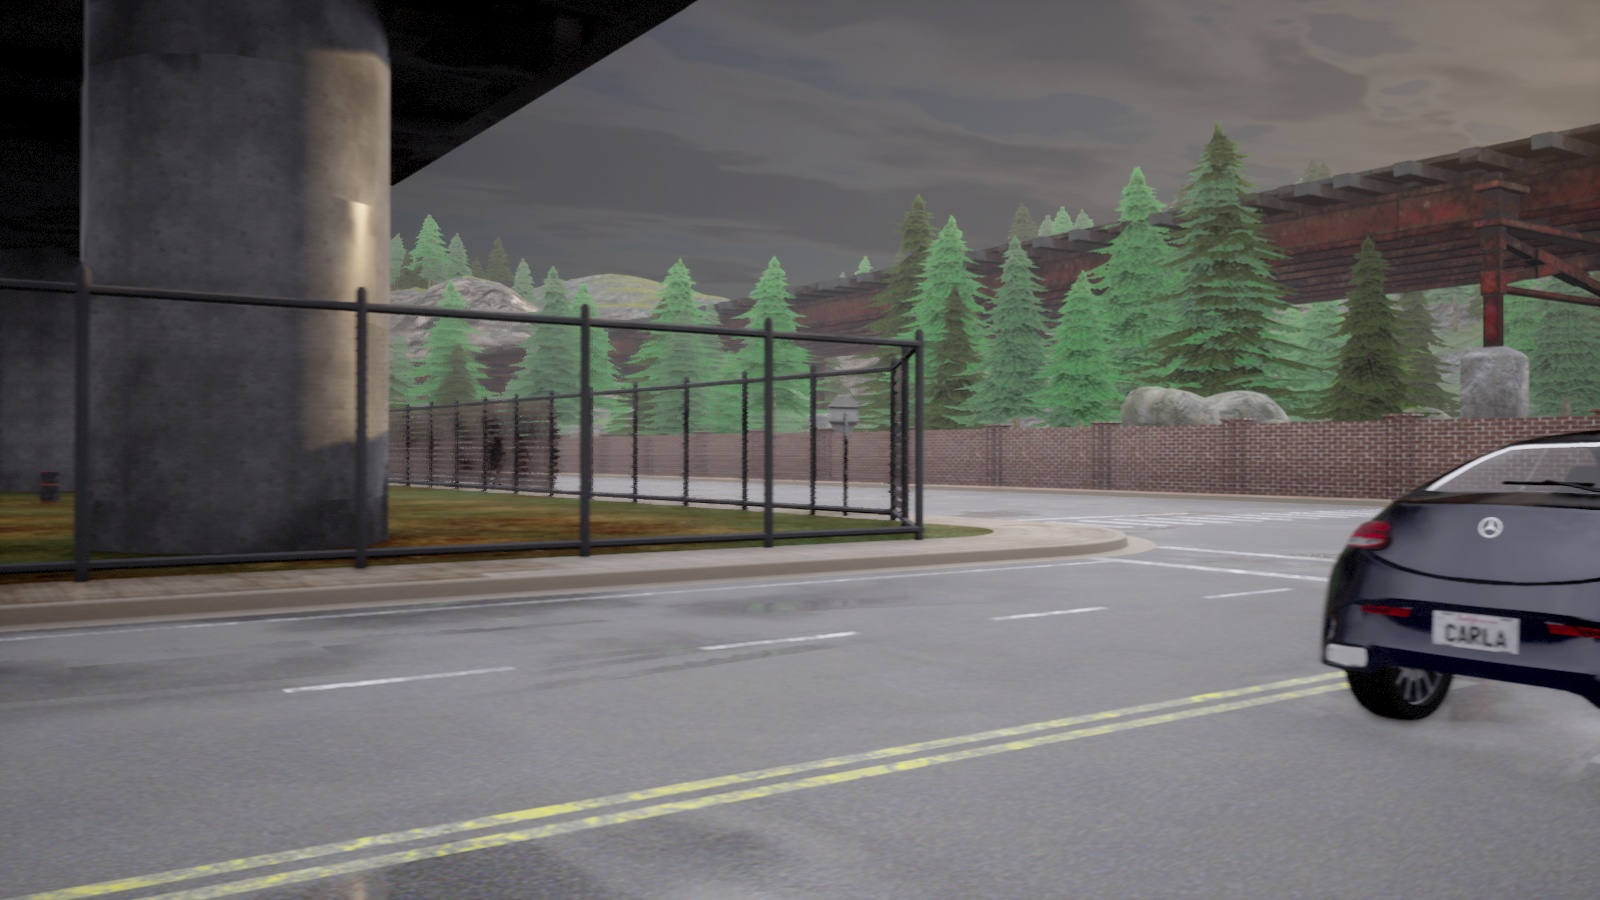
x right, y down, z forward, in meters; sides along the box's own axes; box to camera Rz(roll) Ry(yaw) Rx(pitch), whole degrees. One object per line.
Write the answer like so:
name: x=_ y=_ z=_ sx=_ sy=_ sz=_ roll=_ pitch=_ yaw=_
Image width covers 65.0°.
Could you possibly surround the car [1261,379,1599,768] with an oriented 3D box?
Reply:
car: x=5.133 y=0.525 z=7.233 sx=5.027 sy=1.651 sz=2.152 roll=0 pitch=0 yaw=-35
